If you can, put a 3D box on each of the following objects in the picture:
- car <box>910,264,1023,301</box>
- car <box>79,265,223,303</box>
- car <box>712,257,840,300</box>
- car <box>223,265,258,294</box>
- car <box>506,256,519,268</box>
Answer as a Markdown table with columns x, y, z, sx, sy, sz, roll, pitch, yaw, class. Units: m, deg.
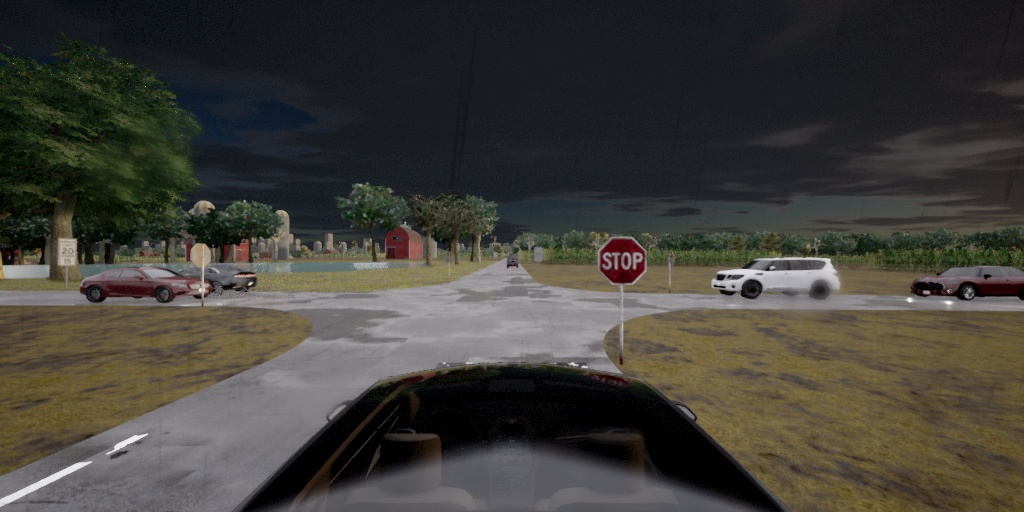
| x | y | z | sx | sy | sz | roll | pitch | yaw | class |
| --- | --- | --- | --- | --- | --- | --- | --- | --- | --- |
| 23.341 | 1.292 | 18.248 | 4.553 | 1.767 | 2.097 | 0 | -1 | 0 | car |
| -15.485 | 1.184 | 15.267 | 4.674 | 1.442 | 1.812 | 0 | -1 | 1 | car |
| 13.317 | 1.089 | 18.278 | 5.566 | 2.045 | 2.150 | 0 | -1 | 1 | car |
| -15.674 | 1.200 | 18.203 | 4.902 | 1.511 | 2.128 | 0 | -1 | 1 | car |
| 0.126 | 1.220 | 59.938 | 1.837 | 1.490 | 4.892 | 0 | 0 | 0 | car |
